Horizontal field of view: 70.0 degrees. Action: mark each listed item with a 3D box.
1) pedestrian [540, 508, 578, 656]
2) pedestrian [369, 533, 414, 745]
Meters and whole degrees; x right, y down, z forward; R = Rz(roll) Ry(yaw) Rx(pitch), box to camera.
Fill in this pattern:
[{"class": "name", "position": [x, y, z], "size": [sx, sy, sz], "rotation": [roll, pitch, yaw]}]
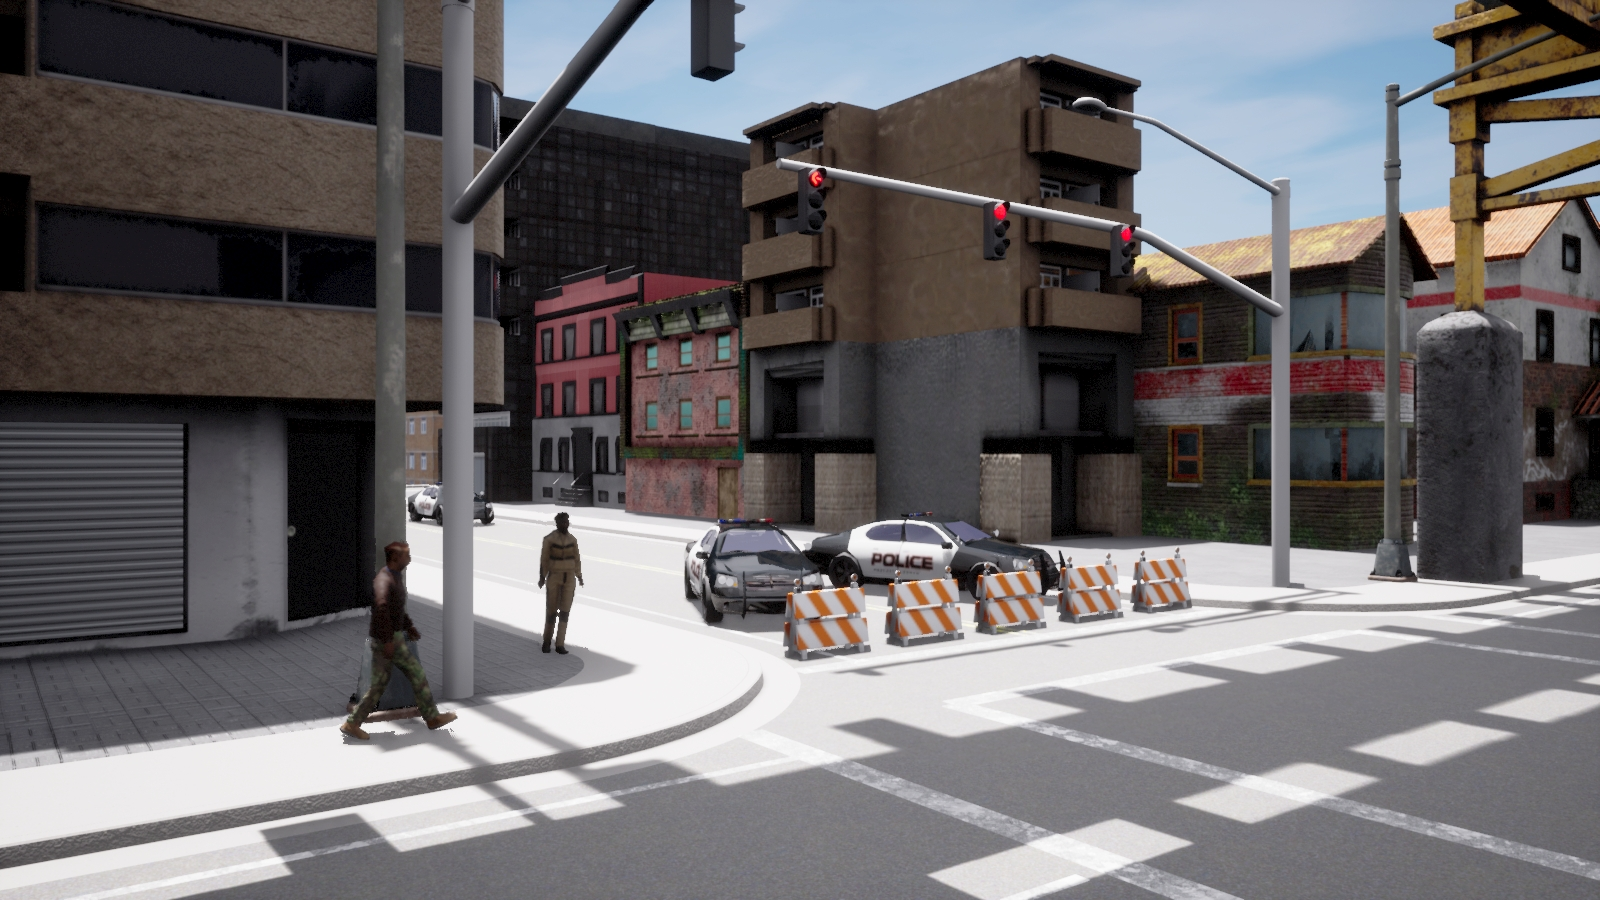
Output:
[{"class": "pedestrian", "position": [-3.135, 1.701, 14.850], "size": [0.375, 1.860, 0.375], "rotation": [0, 0, -30]}, {"class": "pedestrian", "position": [-3.729, 1.701, 10.436], "size": [0.375, 1.860, 0.375], "rotation": [0, 0, -18]}]
